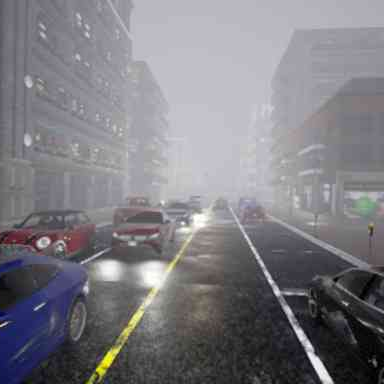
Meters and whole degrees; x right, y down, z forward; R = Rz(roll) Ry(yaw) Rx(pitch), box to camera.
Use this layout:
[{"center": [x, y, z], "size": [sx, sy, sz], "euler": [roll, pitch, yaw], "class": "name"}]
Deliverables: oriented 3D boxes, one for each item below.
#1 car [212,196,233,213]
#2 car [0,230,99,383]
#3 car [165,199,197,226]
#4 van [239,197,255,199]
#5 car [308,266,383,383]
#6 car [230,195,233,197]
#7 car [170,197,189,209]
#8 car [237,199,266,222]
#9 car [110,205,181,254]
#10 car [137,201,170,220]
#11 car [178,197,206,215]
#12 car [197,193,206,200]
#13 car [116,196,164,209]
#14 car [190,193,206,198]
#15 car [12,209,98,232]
[{"center": [3.241, 1.520, 37.020], "size": [2.033, 1.411, 5.357], "euler": [1, 0, 5], "class": "car"}, {"center": [-2.634, 1.470, 3.608], "size": [1.812, 1.442, 4.674], "euler": [1, 0, 5], "class": "car"}, {"center": [-0.913, 1.456, 23.353], "size": [1.812, 1.442, 4.674], "euler": [1, 0, 5], "class": "car"}, {"center": [5.291, 1.362, 32.135], "size": [1.690, 1.788, 3.998], "euler": [1, 0, 5], "class": "van"}, {"center": [2.854, 1.608, 4.303], "size": [1.947, 1.339, 4.313], "euler": [1, 0, 5], "class": "car"}, {"center": [10.549, 1.510, 92.331], "size": [1.947, 1.339, 4.313], "euler": [1, 0, 5], "class": "car"}, {"center": [-1.589, 1.417, 43.954], "size": [2.008, 1.369, 4.403], "euler": [1, 0, 5], "class": "car"}, {"center": [4.800, 1.571, 26.569], "size": [1.887, 1.381, 4.507], "euler": [1, 0, 5], "class": "car"}, {"center": [-1.783, 1.463, 13.433], "size": [1.812, 1.442, 4.674], "euler": [1, 0, 5], "class": "car"}, {"center": [-3.049, 1.464, 27.255], "size": [1.802, 1.307, 4.206], "euler": [1, 0, 5], "class": "car"}, {"center": [0.006, 1.487, 33.392], "size": [1.994, 1.385, 4.181], "euler": [1, 0, 5], "class": "car"}, {"center": [2.704, 1.116, 93.015], "size": [2.192, 1.841, 5.009], "euler": [1, 0, 5], "class": "car"}, {"center": [-3.531, 1.202, 21.688], "size": [2.192, 1.841, 5.009], "euler": [1, 0, 5], "class": "car"}, {"center": [0.464, 1.074, 37.920], "size": [1.837, 1.490, 4.892], "euler": [1, 0, 5], "class": "car"}, {"center": [-4.506, 1.335, 10.555], "size": [1.967, 1.590, 4.097], "euler": [1, 0, 5], "class": "car"}]
